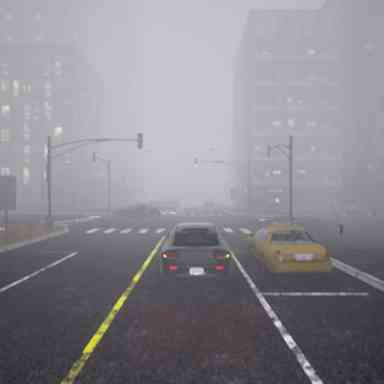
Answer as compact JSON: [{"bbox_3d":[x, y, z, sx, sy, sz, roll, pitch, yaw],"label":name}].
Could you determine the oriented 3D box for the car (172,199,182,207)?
[{"bbox_3d":[-2.975,2.096,66.657,1.837,1.490,4.892,0,-1,0],"label":"car"}]

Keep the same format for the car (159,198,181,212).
[{"bbox_3d":[-3.075,1.959,46.510,2.033,1.411,5.357,0,-1,0],"label":"car"}]

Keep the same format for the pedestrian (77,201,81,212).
[{"bbox_3d":[-12.535,1.537,36.976,0.375,1.300,0.375,0,0,1],"label":"pedestrian"}]

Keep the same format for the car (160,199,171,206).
[{"bbox_3d":[-5.676,2.176,71.065,1.887,1.381,4.507,-1,-1,0],"label":"car"}]

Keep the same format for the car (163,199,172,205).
[{"bbox_3d":[-5.673,2.264,76.719,1.802,1.307,4.206,-1,-1,0],"label":"car"}]

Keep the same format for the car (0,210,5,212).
[{"bbox_3d":[-21.649,1.587,34.133,4.829,1.417,1.752,0,0,1],"label":"car"}]

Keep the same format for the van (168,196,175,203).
[{"bbox_3d":[-5.671,2.175,93.685,1.690,1.788,3.998,-1,-1,0],"label":"van"}]

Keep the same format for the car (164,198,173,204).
[{"bbox_3d":[-5.672,2.277,82.374,1.887,1.381,4.507,-1,-1,0],"label":"car"}]

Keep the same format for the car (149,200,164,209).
[{"bbox_3d":[-5.682,2.045,54.102,1.947,1.339,4.313,-1,-1,0],"label":"car"}]

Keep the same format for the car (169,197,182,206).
[{"bbox_3d":[-3.051,1.992,56.461,2.128,1.511,4.902,0,-1,0],"label":"car"}]

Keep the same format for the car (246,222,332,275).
[{"bbox_3d":[2.811,1.620,10.662,1.752,1.417,4.829,-1,-1,0],"label":"car"}]

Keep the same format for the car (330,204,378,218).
[{"bbox_3d":[16.326,1.928,33.618,4.403,1.369,2.008,0,0,1],"label":"car"}]

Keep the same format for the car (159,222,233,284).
[{"bbox_3d":[0.103,1.611,9.689,1.812,1.442,4.674,0,0,0],"label":"car"}]

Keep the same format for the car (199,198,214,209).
[{"bbox_3d":[2.697,2.030,54.099,2.008,1.369,4.403,-1,-1,0],"label":"car"}]

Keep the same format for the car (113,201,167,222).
[{"bbox_3d":[-4.847,1.746,28.785,4.902,1.511,2.128,0,-1,41],"label":"car"}]
